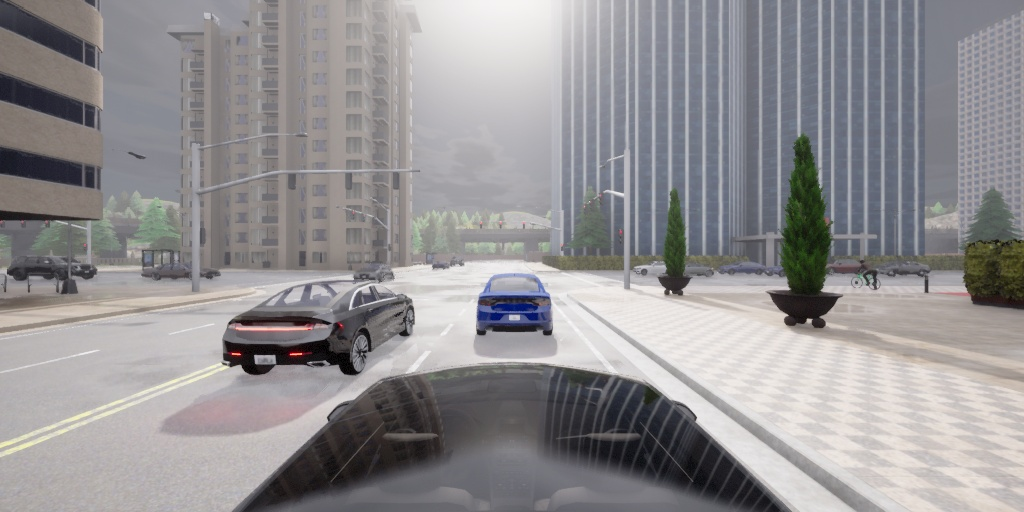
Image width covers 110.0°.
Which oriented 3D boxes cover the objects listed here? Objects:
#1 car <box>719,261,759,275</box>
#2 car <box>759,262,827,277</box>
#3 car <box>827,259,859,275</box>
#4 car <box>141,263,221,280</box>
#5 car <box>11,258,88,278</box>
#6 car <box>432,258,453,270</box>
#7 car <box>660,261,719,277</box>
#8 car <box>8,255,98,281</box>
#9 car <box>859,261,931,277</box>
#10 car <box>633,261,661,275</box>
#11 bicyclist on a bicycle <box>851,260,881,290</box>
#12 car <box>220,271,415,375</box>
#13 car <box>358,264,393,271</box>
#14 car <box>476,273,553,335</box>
[{"bbox_3d":[24.273,1.276,37.956,4.674,1.442,1.812,0,0,0],"label":"car"},{"bbox_3d":[26.912,1.276,34.479,4.674,1.442,1.812,0,0,0],"label":"car"},{"bbox_3d":[34.358,1.102,38.054,4.553,1.767,2.097,0,0,0],"label":"car"},{"bbox_3d":[-27.823,1.297,30.204,5.357,1.411,2.033,0,0,-1],"label":"car"},{"bbox_3d":[-43.385,1.102,33.732,4.553,1.767,2.097,0,0,-1],"label":"car"},{"bbox_3d":[-10.622,1.351,53.614,1.895,1.301,4.718,0,0,0],"label":"car"},{"bbox_3d":[16.993,1.314,34.382,4.181,1.385,1.994,0,0,-1],"label":"car"},{"bbox_3d":[-38.488,0.971,30.110,5.566,2.045,2.150,0,0,0],"label":"car"},{"bbox_3d":[37.234,1.241,34.577,4.902,1.511,2.128,0,0,0],"label":"car"},{"bbox_3d":[15.190,1.276,37.863,4.674,1.442,1.812,0,0,-1],"label":"car"},{"bbox_3d":[19.632,1.051,19.926,0.582,1.620,1.656,0,0,-1],"label":"bicyclist on a bicycle"},{"bbox_3d":[-3.446,1.242,7.455,2.128,1.511,4.902,0,0,0],"label":"car"},{"bbox_3d":[-10.615,1.314,27.732,1.994,1.385,4.181,0,0,0],"label":"car"},{"bbox_3d":[0.071,1.228,10.493,1.882,1.535,5.008,0,0,0],"label":"car"}]
